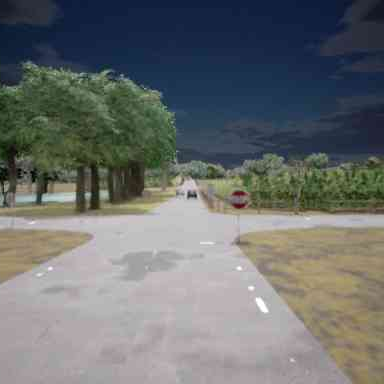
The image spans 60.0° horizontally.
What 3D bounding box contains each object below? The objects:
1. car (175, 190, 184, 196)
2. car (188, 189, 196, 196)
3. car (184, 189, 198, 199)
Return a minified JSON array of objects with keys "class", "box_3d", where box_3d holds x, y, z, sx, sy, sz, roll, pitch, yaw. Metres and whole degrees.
[{"class":"car","box_3d":[-2.727,0.197,75.359,1.812,1.442,4.674,0,2,0]},{"class":"car","box_3d":[0.025,0.176,81.191,1.882,1.535,5.008,0,2,0]},{"class":"car","box_3d":[0.021,0.407,70.805,2.150,2.045,5.566,0,2,0]}]
